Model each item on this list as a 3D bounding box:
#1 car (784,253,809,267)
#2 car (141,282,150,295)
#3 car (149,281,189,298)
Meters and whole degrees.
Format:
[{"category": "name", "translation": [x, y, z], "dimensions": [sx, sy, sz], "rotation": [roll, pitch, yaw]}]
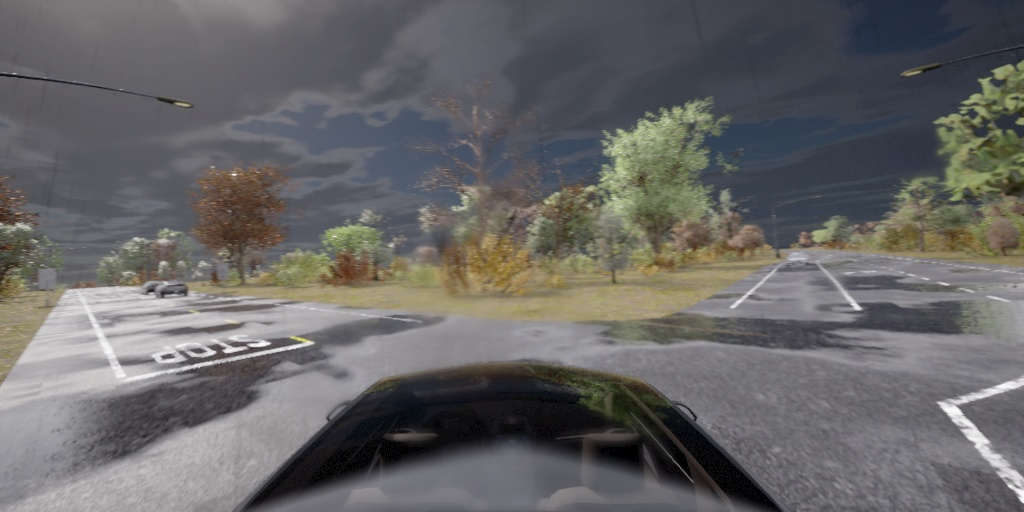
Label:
[{"category": "car", "translation": [31.027, 0.373, 39.069], "dimensions": [1.812, 1.442, 4.674], "rotation": [-6, -2, 39]}, {"category": "car", "translation": [-40.367, 3.565, 40.597], "dimensions": [4.892, 1.490, 1.837], "rotation": [-3, -1, 40]}, {"category": "car", "translation": [-32.126, 3.084, 33.846], "dimensions": [4.902, 1.511, 2.128], "rotation": [-3, -1, 39]}]
